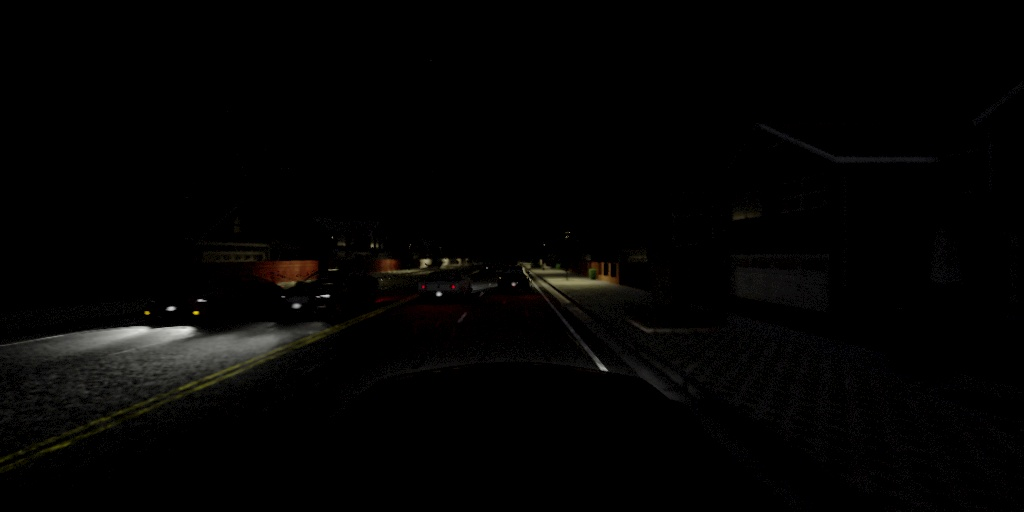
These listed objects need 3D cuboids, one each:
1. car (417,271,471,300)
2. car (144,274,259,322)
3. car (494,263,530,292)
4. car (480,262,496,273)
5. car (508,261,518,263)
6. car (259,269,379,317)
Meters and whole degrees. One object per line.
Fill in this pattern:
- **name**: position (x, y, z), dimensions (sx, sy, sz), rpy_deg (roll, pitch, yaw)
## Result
- **car**: position (-3.166, 1.385, 17.786), dimensions (1.895, 1.301, 4.718), rpy_deg (0, 0, 0)
- **car**: position (-9.832, 1.333, 12.332), dimensions (1.994, 1.385, 4.181), rpy_deg (0, 0, 0)
- **car**: position (0.099, 1.321, 21.544), dimensions (1.812, 1.442, 4.674), rpy_deg (0, 0, 0)
- **car**: position (-3.132, 1.472, 47.274), dimensions (1.994, 1.385, 4.181), rpy_deg (0, 0, 0)
- **car**: position (0.118, 1.414, 47.484), dimensions (1.837, 1.490, 4.892), rpy_deg (0, 0, 0)
- **car**: position (-6.580, 1.261, 13.405), dimensions (2.128, 1.511, 4.902), rpy_deg (0, 0, 0)
